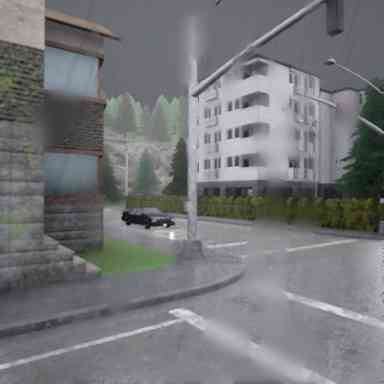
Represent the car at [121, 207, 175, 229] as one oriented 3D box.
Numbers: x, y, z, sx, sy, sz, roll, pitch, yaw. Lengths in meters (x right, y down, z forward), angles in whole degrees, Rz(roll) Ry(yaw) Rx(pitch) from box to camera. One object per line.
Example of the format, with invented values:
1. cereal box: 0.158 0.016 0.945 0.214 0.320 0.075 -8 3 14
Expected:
1. car: -3.304 1.778 23.925 2.033 1.411 5.357 0 0 -36
